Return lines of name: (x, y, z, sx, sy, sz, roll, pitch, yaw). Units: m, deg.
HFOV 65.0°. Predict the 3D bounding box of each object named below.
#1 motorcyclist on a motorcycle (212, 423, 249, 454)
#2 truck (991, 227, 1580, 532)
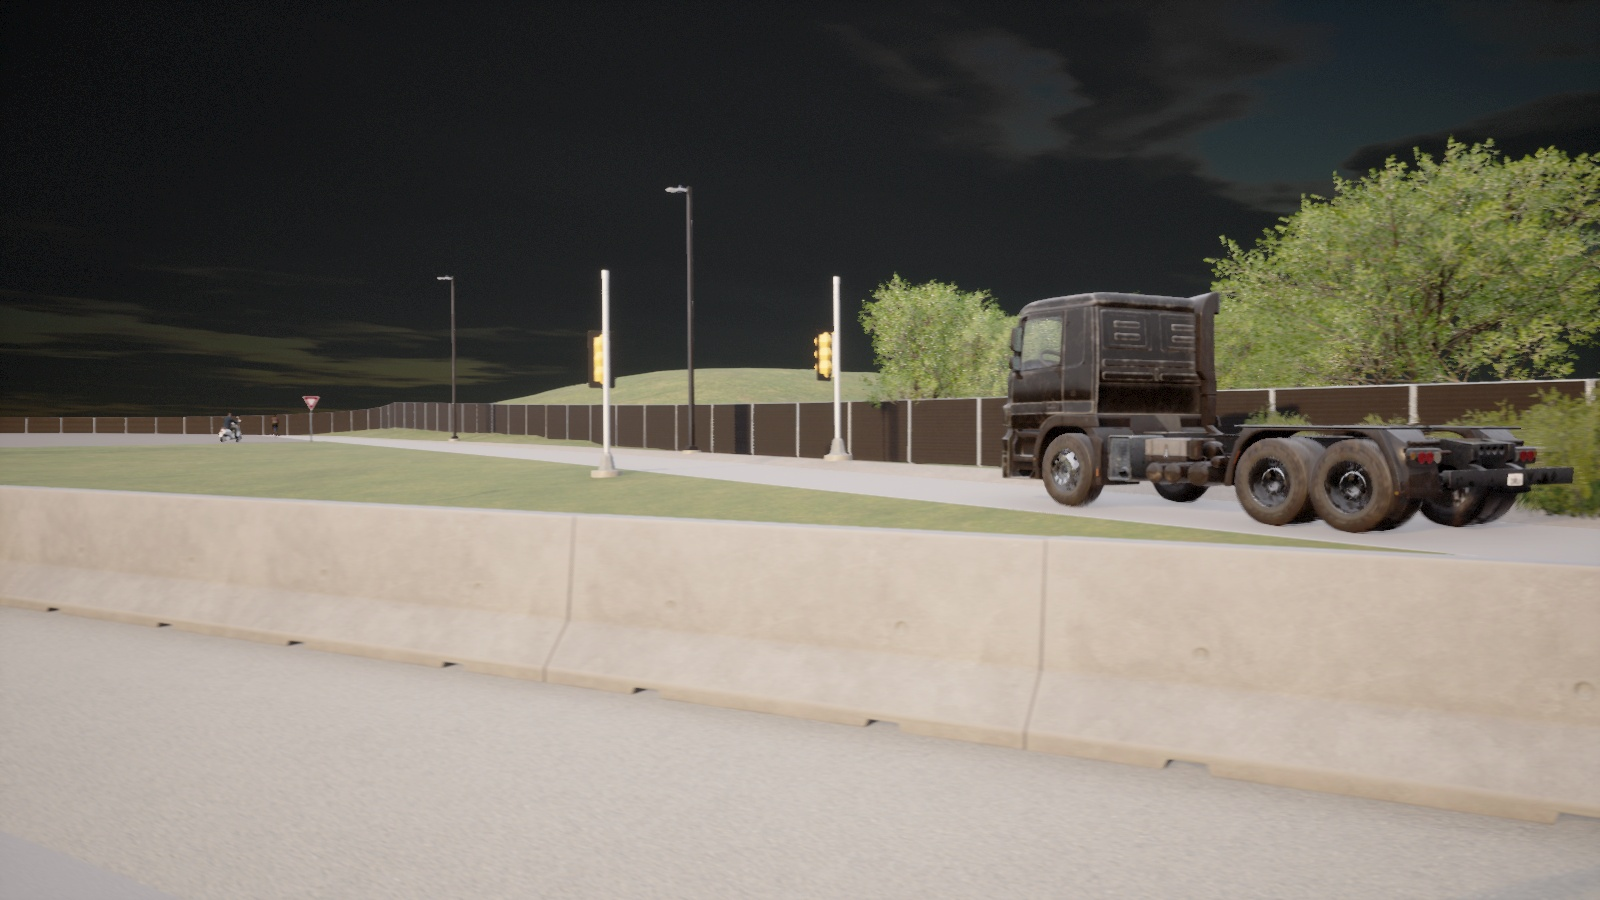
motorcyclist on a motorcycle: (-30.503, -0.627, 67.319, 0.866, 1.590, 1.817, -1, 1, 10)
truck: (6.489, -0.899, 18.401, 2.891, 3.462, 7.936, -2, 2, -31)
